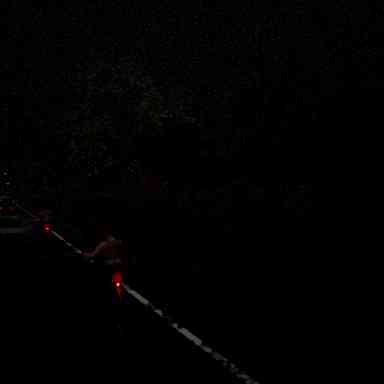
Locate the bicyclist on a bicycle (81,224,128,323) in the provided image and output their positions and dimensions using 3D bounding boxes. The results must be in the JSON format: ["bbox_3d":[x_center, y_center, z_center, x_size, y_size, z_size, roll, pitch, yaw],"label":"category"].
[{"bbox_3d":[-1.504,1.382,6.011,0.866,1.612,1.509,-1,1,-30],"label":"bicyclist on a bicycle"}]

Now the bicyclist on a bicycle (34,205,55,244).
[{"bbox_3d":[-6.258,1.364,14.216,0.866,1.612,1.509,-1,1,-30],"label":"bicyclist on a bicycle"}]

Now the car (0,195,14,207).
[{"bbox_3d":[-27.879,1.390,49.771,1.812,1.442,4.674,-1,1,-30],"label":"car"}]

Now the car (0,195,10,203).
[{"bbox_3d":[-36.445,1.371,64.372,2.033,1.411,5.357,-1,1,-30],"label":"car"}]
